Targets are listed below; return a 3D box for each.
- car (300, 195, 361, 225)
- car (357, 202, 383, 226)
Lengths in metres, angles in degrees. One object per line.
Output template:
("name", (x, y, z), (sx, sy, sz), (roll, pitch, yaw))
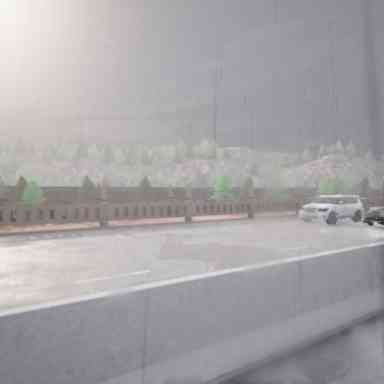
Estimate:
("car", (10.268, 1.227, 24.221), (5.566, 2.045, 2.150), (0, 0, -36))
("car", (13.636, 1.550, 22.325), (5.357, 1.411, 2.033), (0, 0, -36))
